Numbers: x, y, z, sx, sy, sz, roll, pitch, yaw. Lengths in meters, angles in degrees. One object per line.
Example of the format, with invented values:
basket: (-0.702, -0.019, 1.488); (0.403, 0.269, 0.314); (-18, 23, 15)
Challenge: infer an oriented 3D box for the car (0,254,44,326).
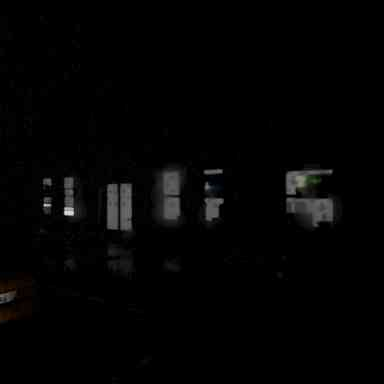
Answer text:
car: (-4.696, 1.546, 6.225); (4.829, 1.417, 1.752); (0, 0, 35)
